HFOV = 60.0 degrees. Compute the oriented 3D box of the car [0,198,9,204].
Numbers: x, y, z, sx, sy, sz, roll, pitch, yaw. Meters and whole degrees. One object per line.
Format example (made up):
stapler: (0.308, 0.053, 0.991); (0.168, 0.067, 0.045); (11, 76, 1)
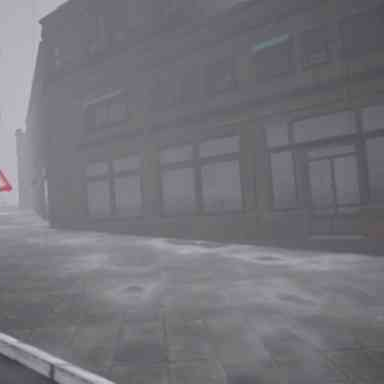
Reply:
car: (-35.578, 1.803, 60.465); (1.895, 1.301, 4.718); (-4, 0, 4)
